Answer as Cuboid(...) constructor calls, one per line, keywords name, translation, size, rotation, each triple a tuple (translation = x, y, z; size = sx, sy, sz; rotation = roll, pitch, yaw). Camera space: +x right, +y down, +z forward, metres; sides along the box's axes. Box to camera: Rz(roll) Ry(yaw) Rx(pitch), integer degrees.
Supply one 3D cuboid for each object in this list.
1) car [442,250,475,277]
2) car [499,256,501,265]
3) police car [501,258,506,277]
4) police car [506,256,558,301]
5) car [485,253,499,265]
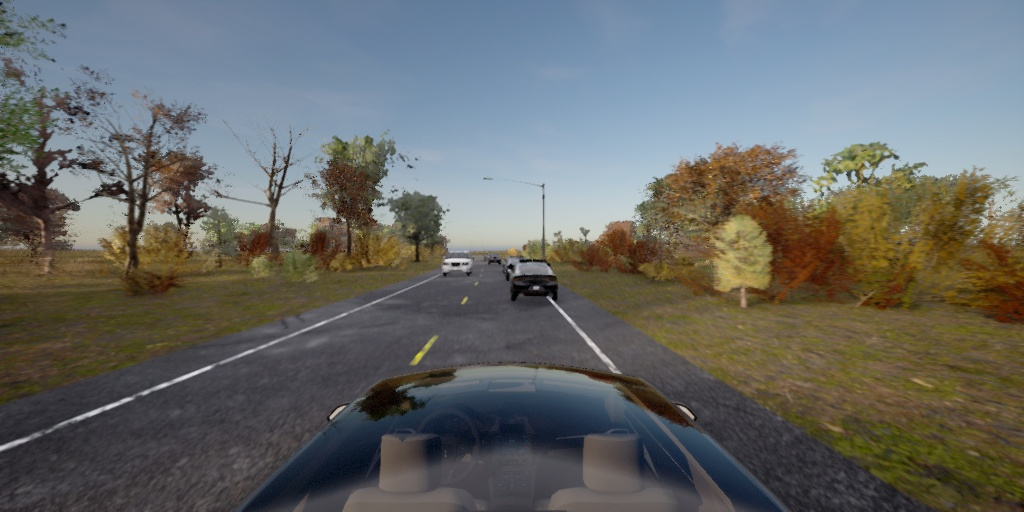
Cuboid(name="car", translation=(-4.427, 0.555, 29.825), size=(2.150, 2.045, 5.566), rotation=(0, 1, -3))
Cuboid(name="car", translation=(0.112, 0.762, 32.060), size=(1.882, 1.535, 5.008), rotation=(0, 1, -4))
Cuboid(name="police car", translation=(0.441, 0.803, 26.145), size=(1.930, 1.638, 5.238), rotation=(0, 1, -3))
Cuboid(name="police car", translation=(0.839, 0.956, 16.099), size=(1.930, 1.638, 5.238), rotation=(0, 1, -2))
Cuboid(name="car", translation=(-2.580, 0.480, 52.534), size=(1.837, 1.490, 4.892), rotation=(0, 1, -6))
